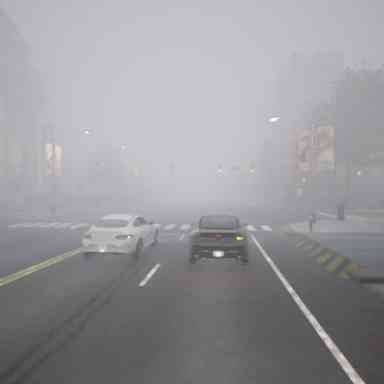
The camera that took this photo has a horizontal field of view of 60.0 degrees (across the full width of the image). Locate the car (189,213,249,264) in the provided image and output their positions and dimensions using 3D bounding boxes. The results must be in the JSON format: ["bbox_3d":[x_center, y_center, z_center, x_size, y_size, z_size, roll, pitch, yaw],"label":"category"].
[{"bbox_3d":[0.961,1.507,11.850,1.837,1.490,4.892,0,0,5],"label":"car"}]

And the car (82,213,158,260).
[{"bbox_3d":[-2.511,1.516,12.359,1.812,1.442,4.674,0,0,5],"label":"car"}]

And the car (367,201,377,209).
[{"bbox_3d":[26.751,1.591,45.847,4.892,1.490,1.837,-1,0,5],"label":"car"}]

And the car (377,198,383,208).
[{"bbox_3d":[26.776,1.691,42.342,4.718,1.301,1.895,0,0,5],"label":"car"}]
